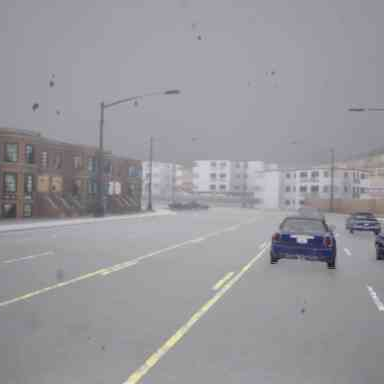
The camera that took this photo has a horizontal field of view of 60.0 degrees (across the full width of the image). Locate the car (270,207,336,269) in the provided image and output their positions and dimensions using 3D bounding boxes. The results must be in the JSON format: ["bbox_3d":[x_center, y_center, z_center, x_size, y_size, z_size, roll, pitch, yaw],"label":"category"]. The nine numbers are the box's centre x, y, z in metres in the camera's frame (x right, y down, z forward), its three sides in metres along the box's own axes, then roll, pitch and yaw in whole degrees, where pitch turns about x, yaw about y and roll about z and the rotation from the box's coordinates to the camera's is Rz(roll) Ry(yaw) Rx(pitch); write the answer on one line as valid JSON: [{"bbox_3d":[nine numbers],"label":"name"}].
[{"bbox_3d":[4.306,1.634,12.725,2.097,1.767,4.553,1,-1,21],"label":"car"}]

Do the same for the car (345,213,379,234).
[{"bbox_3d":[12.032,2.180,23.615,2.033,1.411,5.357,1,-1,21],"label":"car"}]

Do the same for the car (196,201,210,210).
[{"bbox_3d":[1.018,2.269,56.549,1.837,1.490,4.892,2,-2,-36],"label":"car"}]

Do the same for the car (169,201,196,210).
[{"bbox_3d":[-1.867,2.259,54.489,1.895,1.301,4.718,2,-1,-36],"label":"car"}]

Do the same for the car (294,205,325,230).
[{"bbox_3d":[9.494,1.957,26.789,2.097,1.767,4.553,1,-1,21],"label":"car"}]

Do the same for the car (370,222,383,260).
[{"bbox_3d":[7.390,1.945,11.014,1.895,1.301,4.718,1,-1,21],"label":"car"}]
